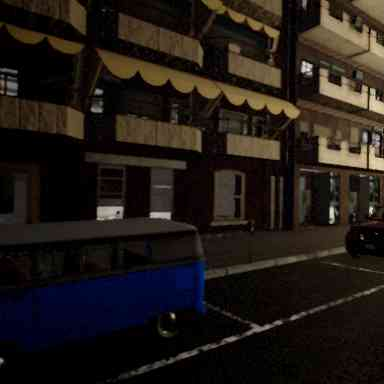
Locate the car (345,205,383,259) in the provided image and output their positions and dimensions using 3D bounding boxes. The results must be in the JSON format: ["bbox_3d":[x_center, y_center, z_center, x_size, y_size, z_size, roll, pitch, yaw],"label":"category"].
[{"bbox_3d":[7.329,1.300,11.301,5.009,1.841,2.192,0,1,-35],"label":"car"}]

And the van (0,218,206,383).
[{"bbox_3d":[-1.675,1.340,4.877,3.998,1.788,1.690,0,2,-35],"label":"van"}]
